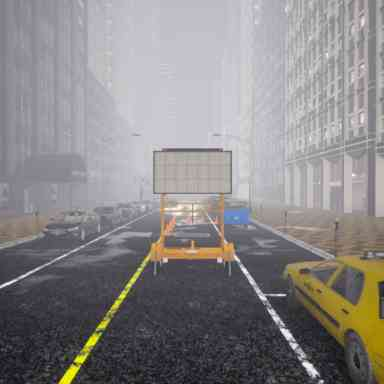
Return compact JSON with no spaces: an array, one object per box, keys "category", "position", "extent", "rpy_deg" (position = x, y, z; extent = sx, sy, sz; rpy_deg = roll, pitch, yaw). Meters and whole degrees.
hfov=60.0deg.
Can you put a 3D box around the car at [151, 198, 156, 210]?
[{"category":"car","position":[-5.682,1.573,38.967],"extent":[1.802,1.307,4.206],"rpy_deg":[-1,0,0]}]

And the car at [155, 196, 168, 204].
[{"category":"car","position":[-5.673,1.536,61.701],"extent":[2.008,1.369,4.403],"rpy_deg":[-1,0,0]}]

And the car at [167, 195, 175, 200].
[{"category":"car","position":[-5.661,1.501,89.950],"extent":[1.752,1.417,4.829],"rpy_deg":[-1,0,0]}]

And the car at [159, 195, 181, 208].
[{"category":"car","position":[-3.066,1.480,47.640],"extent":[2.128,1.511,4.902],"rpy_deg":[0,0,0]}]

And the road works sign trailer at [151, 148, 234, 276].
[{"category":"road works sign trailer","position":[0.020,0.462,10.279],"extent":[2.380,3.560,2.880],"rpy_deg":[0,0,0]}]

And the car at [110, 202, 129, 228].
[{"category":"car","position":[-5.689,1.561,21.916],"extent":[1.947,1.339,4.313],"rpy_deg":[-1,0,0]}]

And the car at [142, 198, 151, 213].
[{"category":"car","position":[-5.685,1.543,33.283],"extent":[2.008,1.369,4.403],"rpy_deg":[-1,0,0]}]

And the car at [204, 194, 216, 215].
[{"category":"car","position":[2.694,1.307,33.279],"extent":[2.192,1.841,5.009],"rpy_deg":[-1,0,0]}]

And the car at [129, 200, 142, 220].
[{"category":"car","position":[-5.687,1.538,27.599],"extent":[1.887,1.381,4.507],"rpy_deg":[-1,0,0]}]

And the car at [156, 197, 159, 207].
[{"category":"car","position":[-5.678,1.539,50.334],"extent":[2.008,1.369,4.403],"rpy_deg":[-1,0,0]}]

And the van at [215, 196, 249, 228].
[{"category":"van","position":[2.690,1.336,21.912],"extent":[1.690,1.788,3.998],"rpy_deg":[-1,0,0]}]

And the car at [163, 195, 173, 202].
[{"category":"car","position":[-5.667,1.420,78.752],"extent":[1.967,1.590,4.097],"rpy_deg":[-1,0,0]}]

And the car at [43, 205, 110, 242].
[{"category":"car","position":[-5.691,1.547,16.232],"extent":[2.008,1.369,4.403],"rpy_deg":[-1,0,0]}]

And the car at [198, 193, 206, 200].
[{"category":"car","position":[2.717,1.291,90.116],"extent":[2.192,1.841,5.009],"rpy_deg":[-1,0,0]}]

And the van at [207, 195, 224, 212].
[{"category":"van","position":[2.696,1.332,38.963],"extent":[1.690,1.788,3.998],"rpy_deg":[-1,0,0]}]

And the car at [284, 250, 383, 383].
[{"category":"car","position":[2.685,1.524,5.031],"extent":[1.752,1.417,4.829],"rpy_deg":[-1,0,0]}]

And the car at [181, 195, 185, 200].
[{"category":"car","position":[-2.963,1.486,90.117],"extent":[1.837,1.490,4.892],"rpy_deg":[0,0,0]}]

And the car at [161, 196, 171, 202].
[{"category":"car","position":[-5.668,1.563,73.068],"extent":[1.802,1.307,4.206],"rpy_deg":[-1,0,0]}]

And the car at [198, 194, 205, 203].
[{"category":"car","position":[2.708,1.536,61.697],"extent":[2.008,1.369,4.403],"rpy_deg":[-1,0,0]}]
